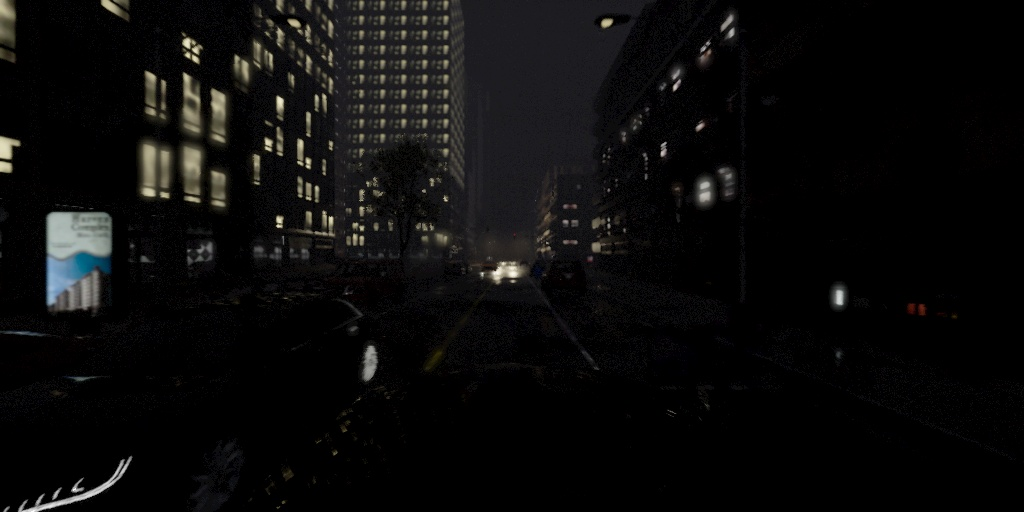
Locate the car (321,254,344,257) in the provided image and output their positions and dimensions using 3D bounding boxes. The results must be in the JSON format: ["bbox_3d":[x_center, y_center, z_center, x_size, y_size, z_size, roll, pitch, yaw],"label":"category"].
[{"bbox_3d":[-27.368,0.645,55.900,5.009,1.841,2.192,0,0,-1],"label":"car"}]

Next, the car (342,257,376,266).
[{"bbox_3d":[-24.950,0.877,58.615,4.674,1.442,1.812,1,0,-1],"label":"car"}]

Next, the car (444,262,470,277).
[{"bbox_3d":[-5.678,1.347,36.077,1.948,1.339,4.313,0,0,0],"label":"car"}]

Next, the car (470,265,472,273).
[{"bbox_3d":[-5.677,1.352,41.323,1.948,1.339,4.313,0,0,0],"label":"car"}]

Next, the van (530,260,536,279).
[{"bbox_3d":[2.700,1.116,30.524,1.690,1.789,3.998,0,0,0],"label":"van"}]

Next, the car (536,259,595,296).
[{"bbox_3d":[2.696,1.079,19.422,2.192,1.841,5.009,0,0,0],"label":"car"}]

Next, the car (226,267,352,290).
[{"bbox_3d":[-5.688,1.195,8.322,1.967,1.591,4.097,0,0,0],"label":"car"}]

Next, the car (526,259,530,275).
[{"bbox_3d":[2.702,1.220,36.075,1.967,1.591,4.097,0,0,0],"label":"car"}]

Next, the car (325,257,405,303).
[{"bbox_3d":[-5.686,1.075,13.873,2.192,1.841,5.009,0,0,0],"label":"car"}]

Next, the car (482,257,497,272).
[{"bbox_3d":[-2.985,1.309,48.112,1.882,1.535,5.008,0,0,0],"label":"car"}]

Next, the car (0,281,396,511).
[{"bbox_3d":[-3.099,1.257,4.156,1.837,1.490,4.892,0,0,0],"label":"car"}]
